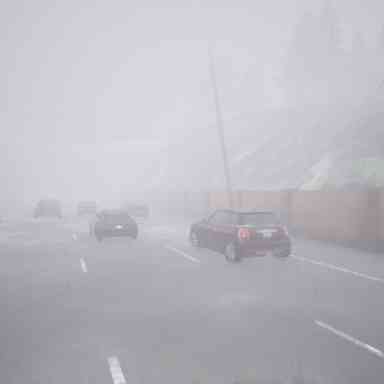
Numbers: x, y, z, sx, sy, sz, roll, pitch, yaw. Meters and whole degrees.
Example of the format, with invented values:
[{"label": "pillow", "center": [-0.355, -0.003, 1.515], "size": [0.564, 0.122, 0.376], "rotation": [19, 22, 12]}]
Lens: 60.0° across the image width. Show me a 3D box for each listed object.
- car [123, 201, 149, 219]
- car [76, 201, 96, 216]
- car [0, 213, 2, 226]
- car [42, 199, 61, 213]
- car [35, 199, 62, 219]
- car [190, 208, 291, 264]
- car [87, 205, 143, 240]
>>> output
[{"label": "car", "center": [-5.204, 1.527, 29.555], "size": [1.882, 1.535, 5.008], "rotation": [0, 0, -22]}, {"label": "car", "center": [-10.556, 1.599, 33.580], "size": [2.033, 1.411, 5.357], "rotation": [0, 0, -22]}, {"label": "car", "center": [-12.477, 1.571, 19.371], "size": [2.033, 1.411, 5.357], "rotation": [0, 0, -22]}, {"label": "car", "center": [-16.676, 1.621, 39.550], "size": [1.994, 1.385, 4.181], "rotation": [0, 0, -21]}, {"label": "car", "center": [-12.872, 1.395, 29.911], "size": [2.097, 1.767, 4.553], "rotation": [0, 0, -21]}, {"label": "car", "center": [1.570, 1.376, 12.361], "size": [2.097, 1.767, 4.553], "rotation": [0, 0, -21]}, {"label": "car", "center": [-4.128, 1.592, 17.278], "size": [1.994, 1.385, 4.181], "rotation": [0, 0, -22]}]
